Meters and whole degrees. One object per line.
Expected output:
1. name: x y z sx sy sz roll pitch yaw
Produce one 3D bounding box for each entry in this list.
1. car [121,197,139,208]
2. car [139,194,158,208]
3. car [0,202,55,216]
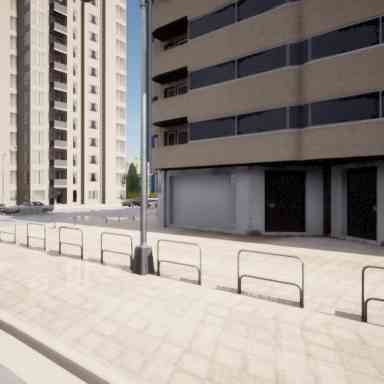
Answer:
1. car: -8.471 1.558 50.044 1.837 1.490 4.892 0 0 39
2. car: -4.626 1.278 49.230 2.150 2.045 5.566 0 0 39
3. car: -16.767 1.653 34.075 1.895 1.301 4.718 0 0 38
